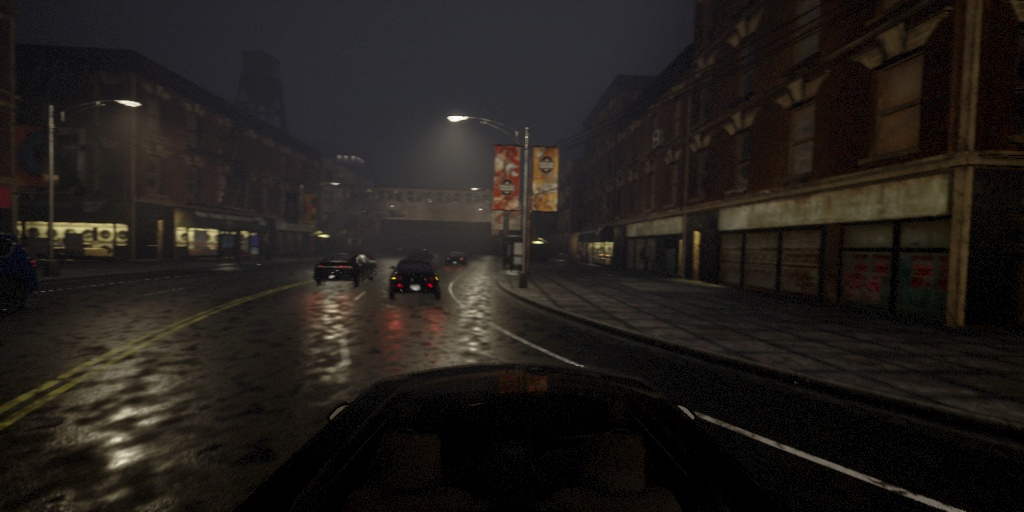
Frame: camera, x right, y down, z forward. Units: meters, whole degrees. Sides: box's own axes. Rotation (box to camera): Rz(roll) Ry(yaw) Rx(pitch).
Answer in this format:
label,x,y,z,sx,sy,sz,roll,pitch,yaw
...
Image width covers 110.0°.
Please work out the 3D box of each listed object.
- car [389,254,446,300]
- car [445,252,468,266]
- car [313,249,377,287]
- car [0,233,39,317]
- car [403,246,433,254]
label,x,y,z,sx,sy,sz,roll,pitch,yaw
car,-3.875,0.828,14.423,1.812,1.442,4.674,1,2,-15
car,-5.633,0.258,37.043,1.895,1.301,4.718,2,2,-2
car,-7.942,0.594,17.507,2.128,1.511,4.902,1,2,-8
car,-12.595,0.467,6.871,2.150,2.045,5.566,1,2,-21
car,-9.084,0.058,36.119,1.882,1.535,5.008,2,2,-3
